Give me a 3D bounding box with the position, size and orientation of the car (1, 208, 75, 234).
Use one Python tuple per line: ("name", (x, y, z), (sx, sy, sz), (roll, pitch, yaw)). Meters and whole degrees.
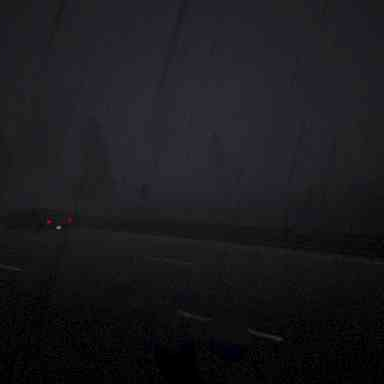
("car", (-8.861, 1.582, 18.912), (4.718, 1.301, 1.895), (0, 0, 36))
